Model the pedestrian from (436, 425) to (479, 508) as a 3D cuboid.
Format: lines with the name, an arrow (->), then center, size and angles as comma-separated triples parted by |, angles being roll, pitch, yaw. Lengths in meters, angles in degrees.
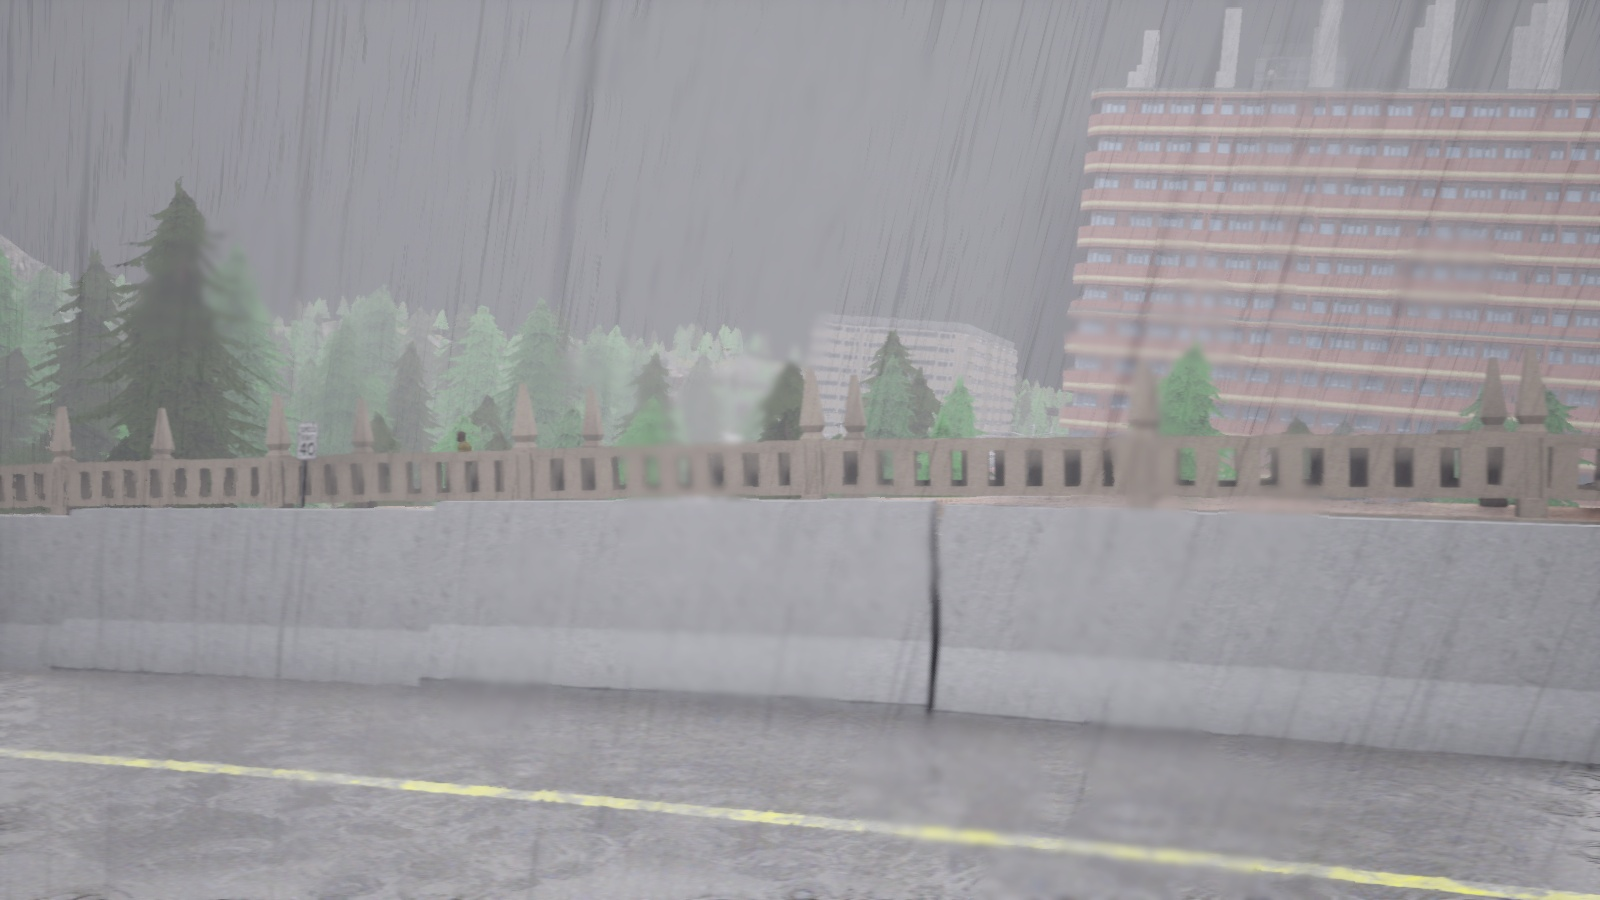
pedestrian -> -7.853, 0.372, 28.772 | 0.726, 1.835, 0.370 | 6, 3, 19
